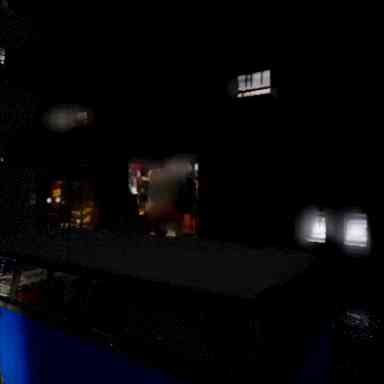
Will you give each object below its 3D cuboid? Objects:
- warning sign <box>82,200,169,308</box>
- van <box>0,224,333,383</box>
[{"bbox_3d":[-1.312,1.112,6.709,1.060,1.860,1.300,1,0,35],"label":"warning sign"},{"bbox_3d":[-0.696,1.339,3.342,3.998,1.788,1.690,0,1,35],"label":"van"}]
